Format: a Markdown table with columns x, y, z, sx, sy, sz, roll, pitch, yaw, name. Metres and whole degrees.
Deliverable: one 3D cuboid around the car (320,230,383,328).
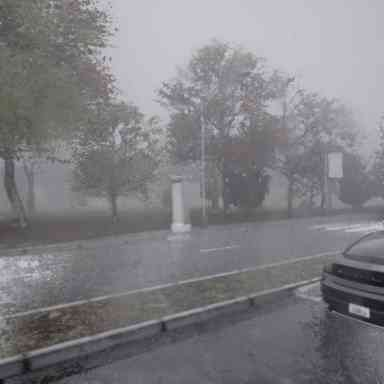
| x | y | z | sx | sy | sz | roll | pitch | yaw | name |
| --- | --- | --- | --- | --- | --- | --- | --- | --- | --- |
| 4.418 | 1.465 | 6.281 | 4.892 | 1.490 | 1.837 | -1 | 0 | -35 | car |
